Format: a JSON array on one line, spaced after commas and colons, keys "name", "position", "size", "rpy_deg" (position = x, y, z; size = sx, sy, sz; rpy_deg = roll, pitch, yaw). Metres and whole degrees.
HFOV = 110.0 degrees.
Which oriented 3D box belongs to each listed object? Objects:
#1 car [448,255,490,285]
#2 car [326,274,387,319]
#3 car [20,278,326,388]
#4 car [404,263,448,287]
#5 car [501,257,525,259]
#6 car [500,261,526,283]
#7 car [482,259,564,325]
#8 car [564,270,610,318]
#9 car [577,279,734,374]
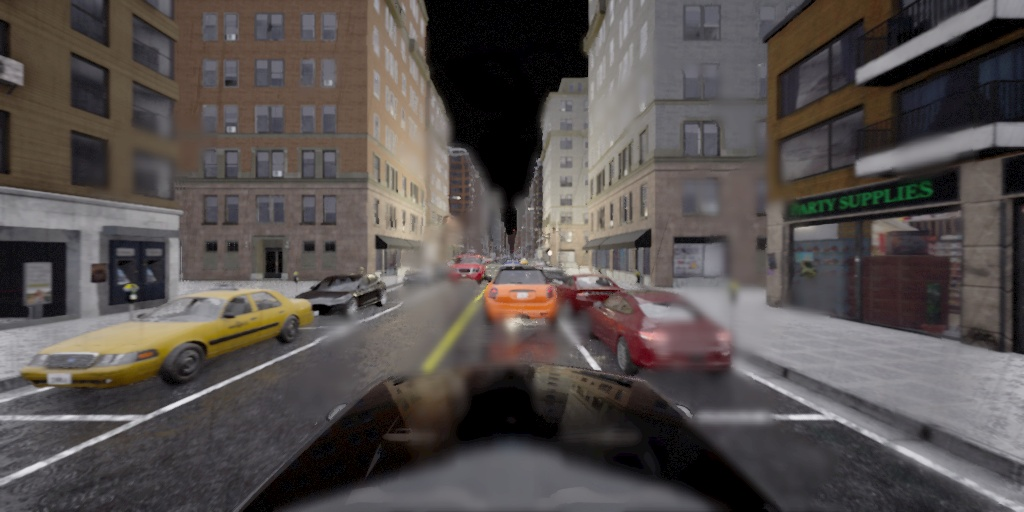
[{"name": "car", "position": [-3.100, 0.947, 26.288], "size": [2.150, 2.045, 5.566], "rpy_deg": [0, 0, 0]}, {"name": "car", "position": [-5.858, 1.306, 12.747], "size": [1.948, 1.339, 4.313], "rpy_deg": [0, 0, 0]}, {"name": "car", "position": [-5.858, 1.270, 7.054], "size": [1.751, 1.417, 4.829], "rpy_deg": [0, 0, 0]}, {"name": "car", "position": [-5.859, 1.279, 23.794], "size": [2.007, 1.370, 4.403], "rpy_deg": [0, 0, 0]}, {"name": "car", "position": [0.100, 1.201, 41.279], "size": [2.128, 1.511, 4.902], "rpy_deg": [0, 0, 0]}, {"name": "car", "position": [0.097, 1.202, 28.344], "size": [1.882, 1.535, 5.008], "rpy_deg": [0, 0, 0]}, {"name": "car", "position": [0.205, 1.093, 11.909], "size": [2.097, 1.767, 4.553], "rpy_deg": [0, 0, -2]}, {"name": "car", "position": [2.667, 1.285, 12.767], "size": [1.888, 1.381, 4.507], "rpy_deg": [0, 0, 0]}, {"name": "car", "position": [2.668, 1.327, 7.242], "size": [1.802, 1.307, 4.207], "rpy_deg": [0, 0, 0]}]
